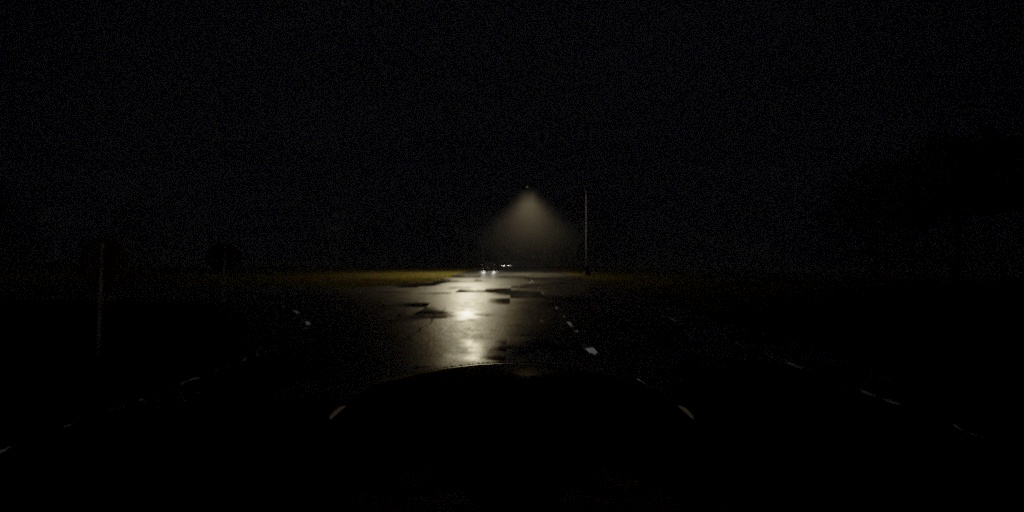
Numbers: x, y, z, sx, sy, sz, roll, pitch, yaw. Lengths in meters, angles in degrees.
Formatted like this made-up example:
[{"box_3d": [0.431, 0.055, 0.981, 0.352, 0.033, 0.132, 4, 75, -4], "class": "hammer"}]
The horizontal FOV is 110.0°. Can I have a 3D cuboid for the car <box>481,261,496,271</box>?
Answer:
[{"box_3d": [-3.521, 1.563, 54.563, 1.837, 1.490, 4.892, 0, 0, 0], "class": "car"}]
